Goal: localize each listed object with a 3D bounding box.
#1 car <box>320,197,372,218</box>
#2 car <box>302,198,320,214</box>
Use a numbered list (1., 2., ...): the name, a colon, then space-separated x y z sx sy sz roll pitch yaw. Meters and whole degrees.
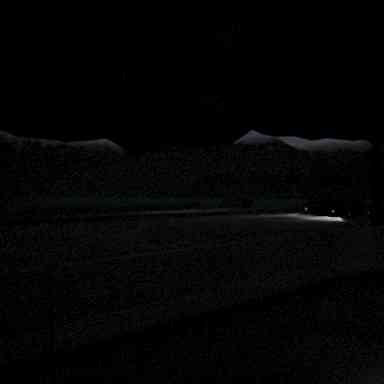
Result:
1. car: 13.063 1.350 27.384 4.181 1.385 1.994 0 0 -25
2. car: 12.534 1.261 31.007 4.902 1.511 2.128 0 0 -25
